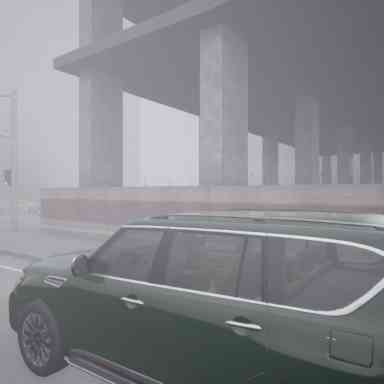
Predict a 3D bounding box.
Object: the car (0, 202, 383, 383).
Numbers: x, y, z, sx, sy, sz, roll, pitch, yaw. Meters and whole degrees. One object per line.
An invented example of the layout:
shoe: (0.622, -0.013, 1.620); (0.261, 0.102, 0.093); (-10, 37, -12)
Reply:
car: (0.130, 1.221, 3.890); (5.566, 2.045, 2.150); (0, 0, 35)

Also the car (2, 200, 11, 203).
car: (-18.332, 1.533, 33.759); (1.882, 1.535, 5.008); (0, 0, 36)

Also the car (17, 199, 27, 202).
car: (-14.282, 1.546, 33.407); (2.128, 1.511, 4.902); (0, 0, 36)
